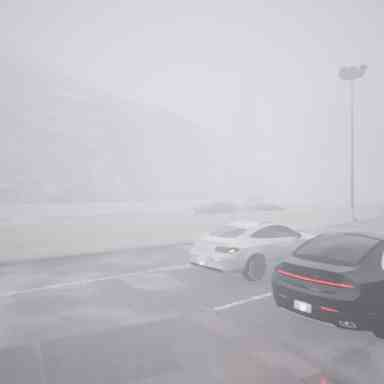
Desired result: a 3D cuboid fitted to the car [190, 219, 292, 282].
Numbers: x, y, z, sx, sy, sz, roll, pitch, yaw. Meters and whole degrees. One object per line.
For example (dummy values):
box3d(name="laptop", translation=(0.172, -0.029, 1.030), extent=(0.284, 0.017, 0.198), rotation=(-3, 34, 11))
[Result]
box3d(name="car", translation=(2.076, 1.540, 9.823), extent=(4.674, 1.442, 1.812), rotation=(0, 0, -38))

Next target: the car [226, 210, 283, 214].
box3d(name="car", translation=(5.521, 1.585, 26.548), extent=(5.357, 1.411, 2.033), rotation=(0, 0, -41))

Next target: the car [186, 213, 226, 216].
box3d(name="car", translation=(1.686, 1.535, 27.871), extent=(4.902, 1.511, 2.128), rotation=(0, 0, -41))

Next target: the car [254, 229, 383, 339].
box3d(name="car", translation=(3.623, 1.512, 6.598), extent=(4.892, 1.490, 1.837), rotation=(0, 0, -38))
